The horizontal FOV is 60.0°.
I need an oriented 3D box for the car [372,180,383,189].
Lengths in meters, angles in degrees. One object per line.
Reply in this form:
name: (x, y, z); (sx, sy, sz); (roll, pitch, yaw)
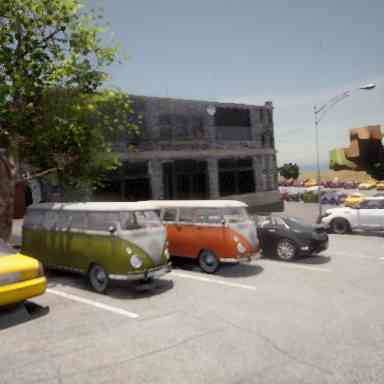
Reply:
car: (31.662, -1.170, 54.448); (1.946, 1.575, 5.366); (1, 5, 41)

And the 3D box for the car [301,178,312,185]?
car: (24.679, -1.792, 67.486); (1.946, 1.575, 5.366); (1, 5, 43)

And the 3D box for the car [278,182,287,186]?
car: (13.871, -0.515, 58.688); (1.837, 1.490, 4.892); (-6, 5, -27)

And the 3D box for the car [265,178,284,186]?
car: (19.270, -2.272, 77.956); (2.163, 1.488, 4.792); (1, 6, 44)

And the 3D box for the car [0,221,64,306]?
car: (-5.238, 1.483, 7.052); (5.366, 1.575, 1.946); (-1, -1, 35)

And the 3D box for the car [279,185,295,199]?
car: (13.456, 0.346, 49.402); (2.002, 1.452, 4.674); (1, 7, 41)

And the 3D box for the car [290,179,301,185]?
car: (23.224, -2.029, 69.992); (2.185, 1.767, 4.553); (2, 6, 43)

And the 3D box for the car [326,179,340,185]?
car: (27.302, -1.479, 62.110); (2.002, 1.452, 4.674); (1, 5, 42)

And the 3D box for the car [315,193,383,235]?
car: (9.776, 1.233, 17.324); (5.566, 2.045, 2.435); (-1, -1, 35)

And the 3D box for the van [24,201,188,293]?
van: (-2.507, 1.256, 8.611); (4.442, 1.987, 1.878); (-1, -1, 35)

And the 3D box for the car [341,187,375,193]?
car: (19.439, 0.765, 38.991); (1.946, 1.575, 5.366); (0, 6, 40)

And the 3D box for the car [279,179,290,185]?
car: (21.864, -2.032, 72.619); (2.097, 1.535, 5.008); (1, 6, 44)

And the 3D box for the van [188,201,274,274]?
van: (-0.023, 1.256, 10.343); (4.442, 1.987, 1.878); (-1, -1, 35)

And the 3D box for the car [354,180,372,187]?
car: (29.995, -1.259, 56.760); (1.946, 1.575, 5.366); (1, 6, 42)

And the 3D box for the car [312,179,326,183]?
car: (25.893, -1.768, 64.694); (2.185, 1.767, 4.553); (1, 5, 43)

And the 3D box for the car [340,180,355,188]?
car: (28.700, -1.355, 59.503); (2.002, 1.452, 4.674); (1, 5, 42)

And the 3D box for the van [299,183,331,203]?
van: (16.409, 0.314, 44.176); (1.878, 1.987, 4.442); (0, 6, 41)

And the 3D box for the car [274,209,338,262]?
car: (2.365, 1.485, 12.124); (4.892, 1.521, 2.231); (-1, -1, 35)

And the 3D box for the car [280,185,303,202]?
car: (14.886, 0.432, 46.745); (2.231, 1.521, 4.892); (0, 6, 41)

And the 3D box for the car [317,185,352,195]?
car: (17.798, 0.550, 41.440); (2.185, 1.767, 4.553); (0, 6, 40)
